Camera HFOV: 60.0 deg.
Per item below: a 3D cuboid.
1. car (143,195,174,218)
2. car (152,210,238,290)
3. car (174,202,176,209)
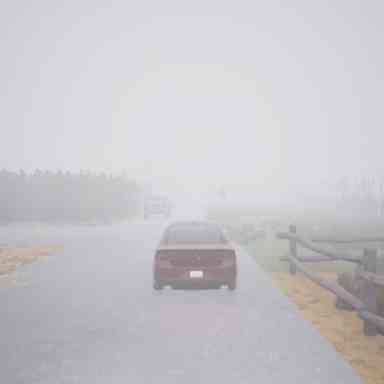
[{"bbox_3d":[-3.166,1.279,31.310,2.150,2.045,5.566,0,0,0],"label":"car"},{"bbox_3d":[0.027,1.494,9.149,1.882,1.535,5.008,0,0,-1],"label":"car"},{"bbox_3d":[-3.142,1.679,42.966,1.895,1.301,4.718,0,0,0],"label":"car"}]
